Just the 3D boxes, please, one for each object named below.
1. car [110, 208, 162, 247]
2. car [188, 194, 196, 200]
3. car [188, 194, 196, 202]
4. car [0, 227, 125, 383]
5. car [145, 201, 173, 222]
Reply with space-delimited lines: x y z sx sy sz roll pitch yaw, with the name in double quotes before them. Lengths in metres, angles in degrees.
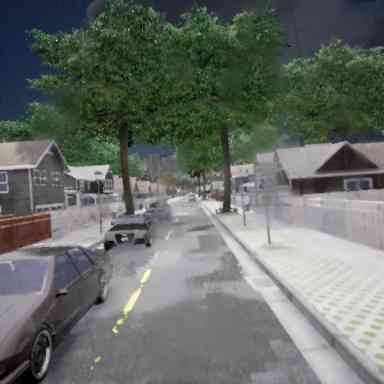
"car" -2.792 1.764 15.749 1.994 1.385 4.181 -4 0 0
"car" 0.041 1.408 95.231 2.097 1.767 4.553 -4 0 0
"car" 0.060 1.728 85.289 1.895 1.301 4.718 -4 0 0
"car" -2.797 1.735 5.843 2.033 1.411 5.357 -4 0 0
"car" -2.789 1.571 28.171 2.097 1.767 4.553 -4 0 0
